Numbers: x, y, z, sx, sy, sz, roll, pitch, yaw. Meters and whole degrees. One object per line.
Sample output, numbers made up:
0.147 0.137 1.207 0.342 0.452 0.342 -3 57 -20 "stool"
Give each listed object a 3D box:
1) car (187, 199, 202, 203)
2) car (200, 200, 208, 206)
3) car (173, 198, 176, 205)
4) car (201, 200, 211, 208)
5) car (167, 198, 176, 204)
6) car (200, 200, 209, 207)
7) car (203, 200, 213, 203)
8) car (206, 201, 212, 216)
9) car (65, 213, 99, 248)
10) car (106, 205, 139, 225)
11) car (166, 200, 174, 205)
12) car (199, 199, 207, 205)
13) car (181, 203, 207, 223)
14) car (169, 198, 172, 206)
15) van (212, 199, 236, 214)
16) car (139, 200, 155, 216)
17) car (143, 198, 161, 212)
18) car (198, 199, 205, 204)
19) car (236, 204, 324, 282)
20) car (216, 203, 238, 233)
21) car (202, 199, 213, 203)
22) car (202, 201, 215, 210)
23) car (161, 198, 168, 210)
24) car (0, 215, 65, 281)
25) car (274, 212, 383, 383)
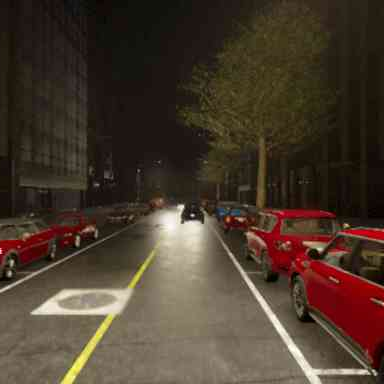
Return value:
0.019 2.025 45.855 1.882 1.535 5.008 0 -1 0 "car"
2.717 2.566 77.675 1.802 1.307 4.206 0 -1 0 "car"
-5.818 2.633 83.304 1.947 1.339 4.313 0 -1 0 "car"
2.738 2.392 66.397 1.947 1.339 4.313 0 -1 0 "car"
-5.839 2.550 94.582 2.192 1.841 5.009 0 -1 0 "car"
2.727 2.432 72.208 1.752 1.417 4.829 0 -1 0 "car"
2.779 2.085 43.841 1.947 1.339 4.313 0 -1 0 "car"
2.789 2.027 38.203 1.802 1.307 4.206 0 -1 0 "car"
-5.694 1.727 15.644 1.887 1.381 4.507 0 -1 0 "car"
-5.715 1.894 26.921 1.802 1.307 4.206 0 -1 0 "car"
-5.828 2.717 88.941 1.947 1.339 4.313 0 -1 0 "car"
2.707 2.505 83.317 1.967 1.590 4.097 0 -1 0 "car"
0.050 1.898 29.002 1.994 1.385 4.181 0 -1 0 "car"
-5.787 2.144 66.392 2.192 1.841 5.009 0 -1 0 "car"
2.811 1.650 26.928 1.690 1.788 3.998 0 -1 0 "van"
-5.736 1.971 38.028 1.752 1.417 4.829 0 -1 0 "car"
-5.747 1.837 43.838 2.192 1.841 5.009 0 -1 0 "car"
2.686 2.798 94.592 1.947 1.339 4.313 0 -1 0 "car"
2.841 1.429 10.010 2.192 1.841 5.009 0 -1 0 "car"
2.821 1.684 21.287 1.967 1.590 4.097 0 -1 0 "car"
2.769 1.911 49.484 2.192 1.841 5.009 0 -1 0 "car"
2.759 2.217 55.120 1.887 1.381 4.507 0 -1 0 "car"
-5.767 1.990 55.116 2.192 1.841 5.009 0 -1 0 "car"
-5.684 1.557 10.007 1.967 1.590 4.097 0 -1 0 "car"
2.851 1.365 4.371 2.192 1.841 5.009 0 -1 0 "car"
